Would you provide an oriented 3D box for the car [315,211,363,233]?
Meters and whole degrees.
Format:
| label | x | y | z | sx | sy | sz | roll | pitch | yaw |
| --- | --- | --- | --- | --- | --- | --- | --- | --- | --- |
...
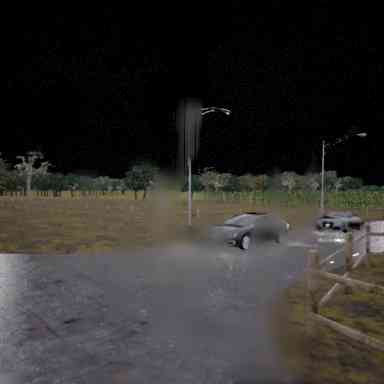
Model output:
| label | x | y | z | sx | sy | sz | roll | pitch | yaw |
| --- | --- | --- | --- | --- | --- | --- | --- | --- | --- |
| car | 10.329 | 2.043 | 23.244 | 4.181 | 1.385 | 1.994 | 2 | 0 | -45 |

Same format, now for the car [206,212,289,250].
| label | x | y | z | sx | sy | sz | roll | pitch | yaw |
| --- | --- | --- | --- | --- | --- | --- | --- | --- | --- |
| car | 2.763 | 1.754 | 15.735 | 4.892 | 1.490 | 1.837 | 1 | 0 | -44 |
